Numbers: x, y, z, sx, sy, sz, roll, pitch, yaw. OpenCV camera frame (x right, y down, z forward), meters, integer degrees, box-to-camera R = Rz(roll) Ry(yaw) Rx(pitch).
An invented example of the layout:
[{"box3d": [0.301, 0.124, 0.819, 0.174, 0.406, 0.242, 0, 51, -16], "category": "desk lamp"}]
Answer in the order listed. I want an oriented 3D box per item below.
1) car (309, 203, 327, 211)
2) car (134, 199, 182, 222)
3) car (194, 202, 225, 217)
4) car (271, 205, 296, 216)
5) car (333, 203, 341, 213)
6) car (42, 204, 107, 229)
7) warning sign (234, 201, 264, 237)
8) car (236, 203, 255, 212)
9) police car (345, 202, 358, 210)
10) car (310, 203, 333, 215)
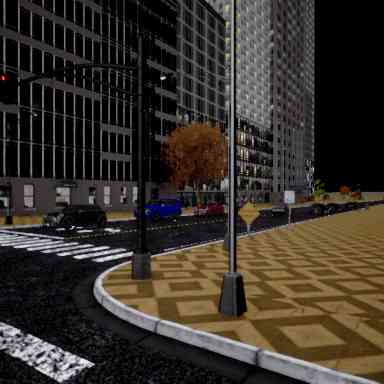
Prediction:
[{"box3d": [22.809, 2.687, 60.093, 2.033, 1.411, 5.357, 0, -1, 33], "category": "car"}, {"box3d": [-3.171, 1.687, 32.166, 2.150, 2.045, 5.566, 0, -1, 33], "category": "car"}, {"box3d": [2.129, 1.993, 40.378, 2.097, 1.767, 4.553, 0, -1, 33], "category": "car"}, {"box3d": [11.983, 2.336, 43.291, 2.033, 1.411, 5.357, 0, -1, 33], "category": "car"}, {"box3d": [23.166, 2.573, 54.660, 1.837, 1.490, 4.892, 0, -1, 33], "category": "car"}, {"box3d": [-8.390, 1.645, 24.075, 2.097, 1.767, 4.553, 0, -1, 33], "category": "car"}, {"box3d": [3.164, 1.453, 18.528, 1.300, 1.860, 1.060, 1, 1, 33], "category": "warning sign"}, {"box3d": [7.630, 2.368, 48.836, 2.033, 1.411, 5.357, 0, -1, 33], "category": "car"}, {"box3d": [31.586, 2.737, 65.790, 1.930, 1.638, 5.238, 0, -1, 33], "category": "police car"}, {"box3d": [17.764, 2.397, 46.272, 1.837, 1.490, 4.892, 0, -1, 33], "category": "car"}]
